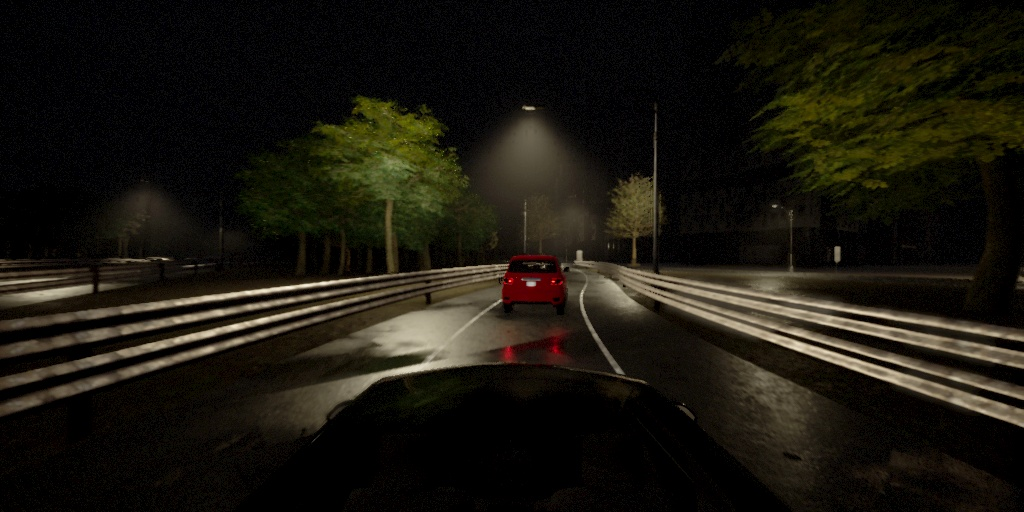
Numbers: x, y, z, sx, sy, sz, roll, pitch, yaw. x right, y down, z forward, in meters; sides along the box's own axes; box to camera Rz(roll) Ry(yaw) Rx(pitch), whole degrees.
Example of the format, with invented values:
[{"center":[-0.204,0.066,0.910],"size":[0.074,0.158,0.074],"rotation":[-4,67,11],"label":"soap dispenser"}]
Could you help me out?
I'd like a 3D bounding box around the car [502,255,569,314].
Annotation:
[{"center":[1.044,0.996,14.126],"size":[2.150,2.045,5.566],"rotation":[0,0,9],"label":"car"}]
